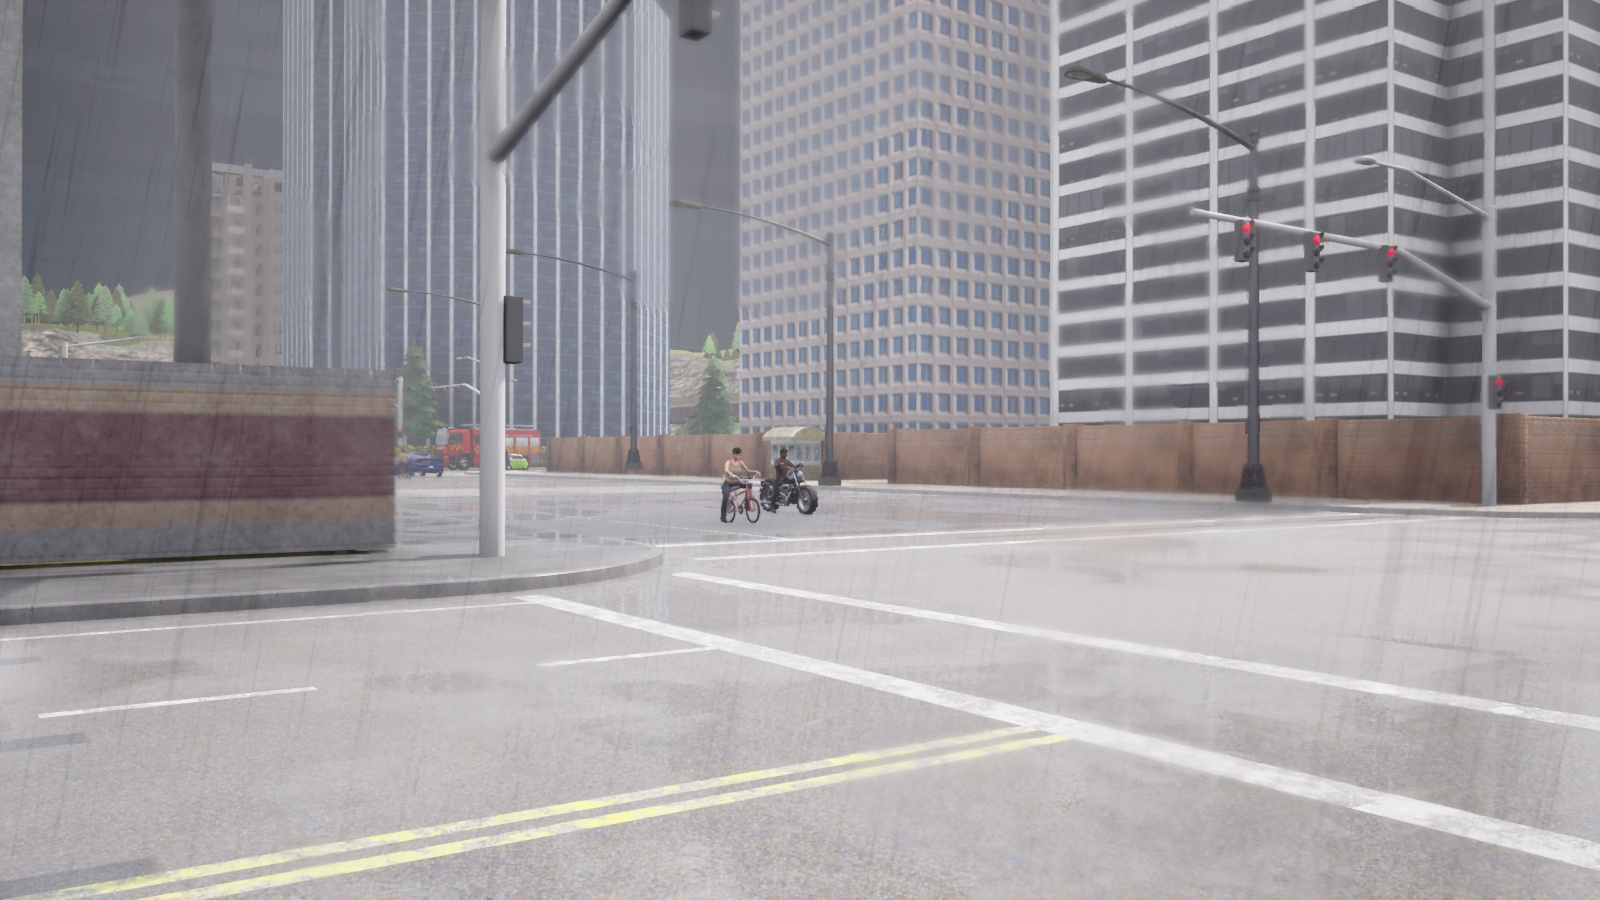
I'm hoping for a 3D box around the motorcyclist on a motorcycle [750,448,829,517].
[{"bbox_3d":[-0.288,0.772,31.167,0.766,1.649,2.350,0,0,-35],"label":"motorcyclist on a motorcycle"}]

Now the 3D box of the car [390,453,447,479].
[{"bbox_3d":[-23.467,0.961,77.173,1.882,1.535,5.008,0,0,-35],"label":"car"}]

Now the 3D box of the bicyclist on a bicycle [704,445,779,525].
[{"bbox_3d":[-1.234,0.746,26.377,0.866,1.612,1.509,0,-3,-34],"label":"bicyclist on a bicycle"}]
